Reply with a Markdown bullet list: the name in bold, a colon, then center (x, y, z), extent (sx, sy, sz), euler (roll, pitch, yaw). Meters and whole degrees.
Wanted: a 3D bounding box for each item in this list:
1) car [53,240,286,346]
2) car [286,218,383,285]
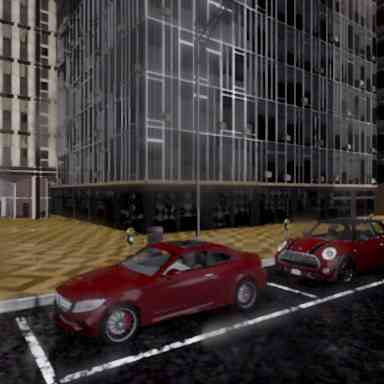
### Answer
- **car**: center (-0.359, 1.612, 6.313), extent (4.206, 1.307, 1.802), euler (1, -1, -35)
- **car**: center (4.268, 1.522, 9.615), extent (4.097, 1.590, 1.967), euler (1, -1, -35)
